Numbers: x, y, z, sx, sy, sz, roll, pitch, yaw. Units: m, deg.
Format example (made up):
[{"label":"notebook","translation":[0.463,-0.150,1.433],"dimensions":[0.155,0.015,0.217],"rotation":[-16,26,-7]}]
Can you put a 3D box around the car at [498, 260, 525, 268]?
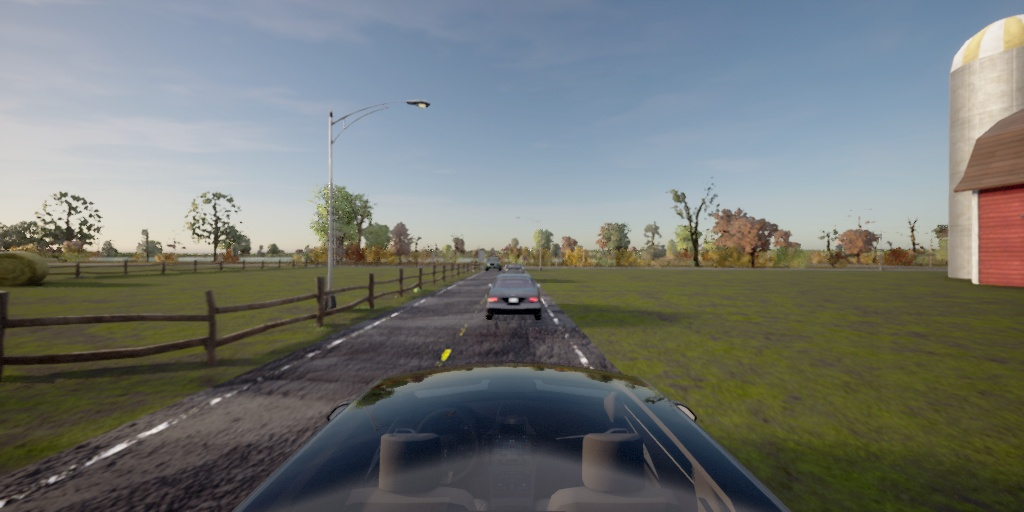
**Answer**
[{"label":"car","translation":[0.154,1.367,31.686],"dimensions":[2.128,1.511,4.902],"rotation":[0,0,0]}]

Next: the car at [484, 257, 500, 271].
[{"label":"car","translation":[-2.667,1.161,51.282],"dimensions":[2.150,2.045,5.566],"rotation":[0,0,1]}]

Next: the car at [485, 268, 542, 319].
[{"label":"car","translation":[0.072,1.349,13.011],"dimensions":[2.033,1.411,5.357],"rotation":[0,0,1]}]
